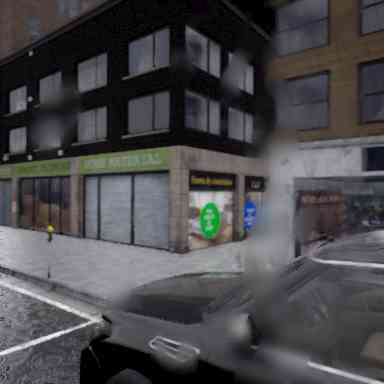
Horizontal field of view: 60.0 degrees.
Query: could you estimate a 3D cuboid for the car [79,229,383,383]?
[{"bbox_3d":[1.594,1.251,2.177,5.566,2.045,2.150,0,0,38],"label":"car"}]
